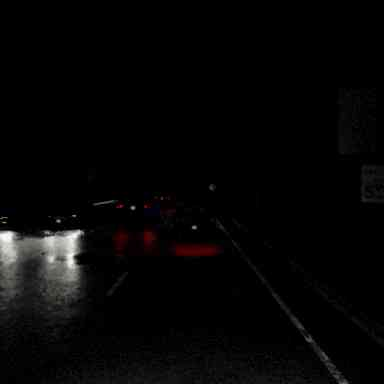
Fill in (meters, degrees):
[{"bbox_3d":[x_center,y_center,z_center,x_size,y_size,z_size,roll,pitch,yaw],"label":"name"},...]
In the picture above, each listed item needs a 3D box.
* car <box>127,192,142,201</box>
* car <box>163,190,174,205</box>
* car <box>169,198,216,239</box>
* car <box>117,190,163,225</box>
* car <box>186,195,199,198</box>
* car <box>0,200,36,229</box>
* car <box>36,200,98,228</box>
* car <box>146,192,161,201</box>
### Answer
[{"bbox_3d":[-10.546,0.740,61.032,1.882,1.535,5.008,0,1,0],"label":"car"},{"bbox_3d":[-3.415,0.774,40.405,2.150,2.045,5.566,0,1,0],"label":"car"},{"bbox_3d":[0.094,1.297,16.348,1.882,1.535,5.008,0,1,0],"label":"car"},{"bbox_3d":[-3.409,0.980,21.880,2.150,2.045,5.566,0,1,0],"label":"car"},{"bbox_3d":[0.085,1.067,38.493,2.128,1.511,4.902,0,1,0],"label":"car"},{"bbox_3d":[-10.605,1.285,19.862,1.837,1.490,4.892,0,1,0],"label":"car"},{"bbox_3d":[-7.105,1.269,20.143,2.128,1.511,4.902,0,1,0],"label":"car"},{"bbox_3d":[-7.049,0.748,61.510,2.128,1.511,4.902,0,1,0],"label":"car"}]
